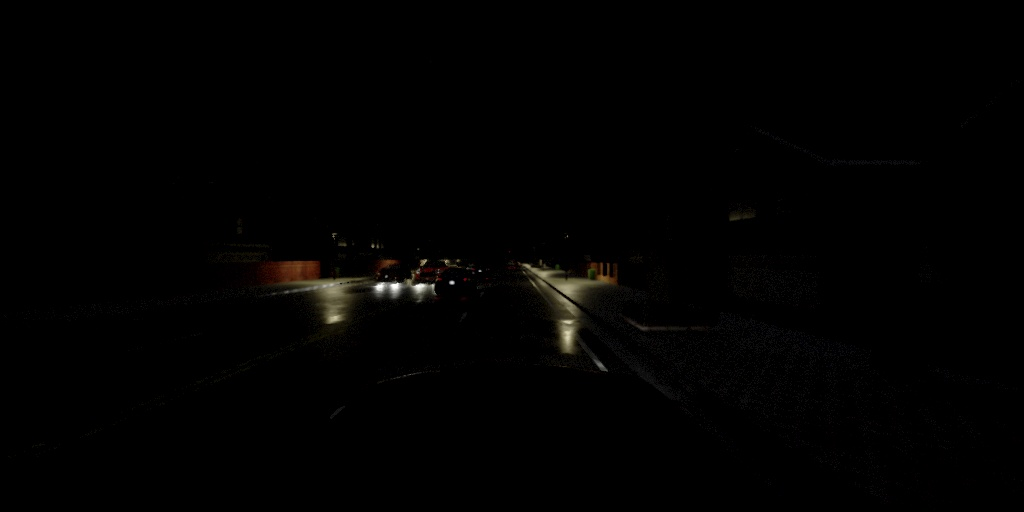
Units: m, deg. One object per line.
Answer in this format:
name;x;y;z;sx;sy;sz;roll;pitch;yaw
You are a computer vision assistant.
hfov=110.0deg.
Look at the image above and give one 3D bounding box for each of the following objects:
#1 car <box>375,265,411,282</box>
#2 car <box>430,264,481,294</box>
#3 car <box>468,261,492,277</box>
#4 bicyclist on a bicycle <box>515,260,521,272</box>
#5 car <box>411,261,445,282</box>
car;-9.845;1.431;30.104;1.994;1.385;4.181;0;0;0
car;-3.149;1.383;20.828;1.994;1.385;4.181;0;0;0
car;-3.148;1.474;37.413;1.994;1.385;4.181;0;0;0
bicyclist on a bicycle;0.891;1.424;50.149;0.866;1.612;1.509;0;0;0
car;-6.595;1.220;30.158;2.097;1.767;4.553;0;0;0
